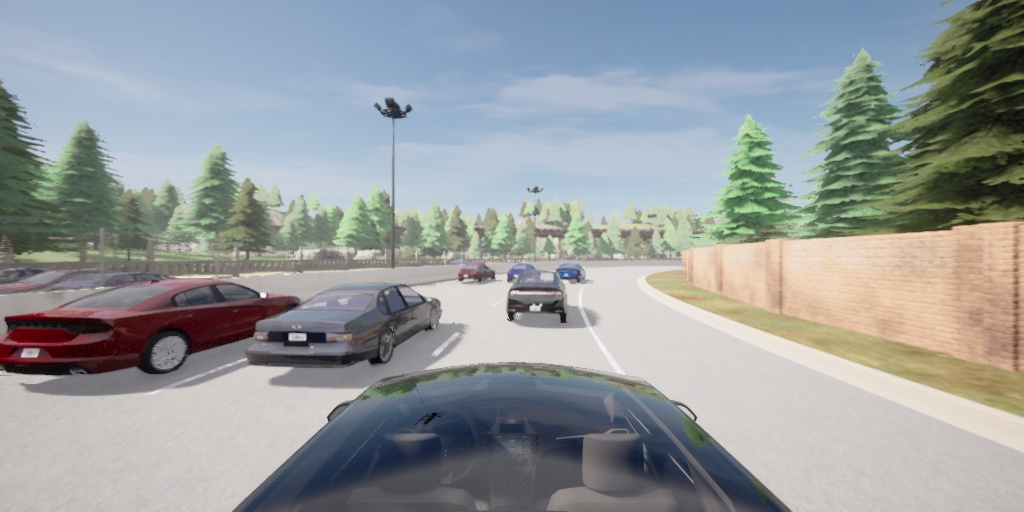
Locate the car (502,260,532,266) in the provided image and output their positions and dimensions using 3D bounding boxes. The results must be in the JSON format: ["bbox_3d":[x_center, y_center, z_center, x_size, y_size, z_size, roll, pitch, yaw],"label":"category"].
[{"bbox_3d":[0.954,1.310,28.670,1.812,1.442,4.674,0,0,17],"label":"car"}]

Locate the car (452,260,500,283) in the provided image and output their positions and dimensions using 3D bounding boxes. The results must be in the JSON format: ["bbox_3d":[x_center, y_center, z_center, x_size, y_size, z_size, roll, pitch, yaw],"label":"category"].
[{"bbox_3d":[-2.738,1.293,28.523,1.812,1.442,4.674,0,0,16],"label":"car"}]

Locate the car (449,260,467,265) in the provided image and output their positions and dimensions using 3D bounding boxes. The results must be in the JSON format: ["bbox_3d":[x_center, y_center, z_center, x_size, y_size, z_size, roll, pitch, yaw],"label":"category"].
[{"bbox_3d":[-7.539,1.300,53.576,1.812,1.442,4.674,0,0,29],"label":"car"}]

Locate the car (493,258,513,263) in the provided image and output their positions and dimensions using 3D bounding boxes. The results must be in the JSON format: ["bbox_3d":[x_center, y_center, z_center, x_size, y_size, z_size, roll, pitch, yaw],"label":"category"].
[{"bbox_3d":[-0.174,1.353,52.513,2.033,1.411,5.357,0,0,30],"label":"car"}]

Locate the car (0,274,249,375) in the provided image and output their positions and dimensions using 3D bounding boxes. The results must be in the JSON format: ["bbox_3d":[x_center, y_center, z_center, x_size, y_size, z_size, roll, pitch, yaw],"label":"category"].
[{"bbox_3d":[-6.574,1.205,7.478,1.882,1.535,5.008,0,0,3],"label":"car"}]

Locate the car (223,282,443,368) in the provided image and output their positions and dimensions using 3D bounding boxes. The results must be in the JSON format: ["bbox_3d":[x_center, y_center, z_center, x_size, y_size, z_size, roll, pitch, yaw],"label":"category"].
[{"bbox_3d":[-3.085,1.291,7.987,2.033,1.411,5.357,0,0,4],"label":"car"}]

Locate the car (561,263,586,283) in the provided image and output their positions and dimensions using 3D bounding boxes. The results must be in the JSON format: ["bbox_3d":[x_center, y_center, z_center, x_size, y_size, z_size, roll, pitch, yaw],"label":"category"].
[{"bbox_3d":[4.852,1.280,29.329,1.882,1.535,5.008,0,0,18],"label":"car"}]

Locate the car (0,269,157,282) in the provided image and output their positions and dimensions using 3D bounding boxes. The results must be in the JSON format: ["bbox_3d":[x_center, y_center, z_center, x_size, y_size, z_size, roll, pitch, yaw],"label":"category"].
[{"bbox_3d":[-13.430,1.249,12.054,2.033,1.411,5.357,0,0,6],"label":"car"}]

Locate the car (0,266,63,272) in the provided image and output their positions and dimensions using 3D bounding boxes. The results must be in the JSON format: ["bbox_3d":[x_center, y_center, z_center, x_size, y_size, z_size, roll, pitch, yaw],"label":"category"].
[{"bbox_3d":[-16.734,1.215,13.424,1.812,1.442,4.674,0,0,7],"label":"car"}]

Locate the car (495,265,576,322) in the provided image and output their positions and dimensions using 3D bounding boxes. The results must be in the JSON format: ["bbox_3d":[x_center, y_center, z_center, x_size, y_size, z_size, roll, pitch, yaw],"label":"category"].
[{"bbox_3d":[0.953,1.258,12.425,2.128,1.511,4.902,0,0,7],"label":"car"}]

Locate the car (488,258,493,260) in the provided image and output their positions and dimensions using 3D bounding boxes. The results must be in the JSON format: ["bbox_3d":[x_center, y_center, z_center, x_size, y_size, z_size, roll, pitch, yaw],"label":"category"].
[{"bbox_3d":[-2.893,1.148,54.692,2.097,1.767,4.553,0,0,30],"label":"car"}]

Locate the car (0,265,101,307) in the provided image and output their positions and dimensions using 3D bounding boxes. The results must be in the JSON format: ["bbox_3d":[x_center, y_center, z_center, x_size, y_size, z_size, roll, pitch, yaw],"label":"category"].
[{"bbox_3d":[-20.161,1.166,14.093,2.128,1.511,4.902,0,0,7],"label":"car"}]
